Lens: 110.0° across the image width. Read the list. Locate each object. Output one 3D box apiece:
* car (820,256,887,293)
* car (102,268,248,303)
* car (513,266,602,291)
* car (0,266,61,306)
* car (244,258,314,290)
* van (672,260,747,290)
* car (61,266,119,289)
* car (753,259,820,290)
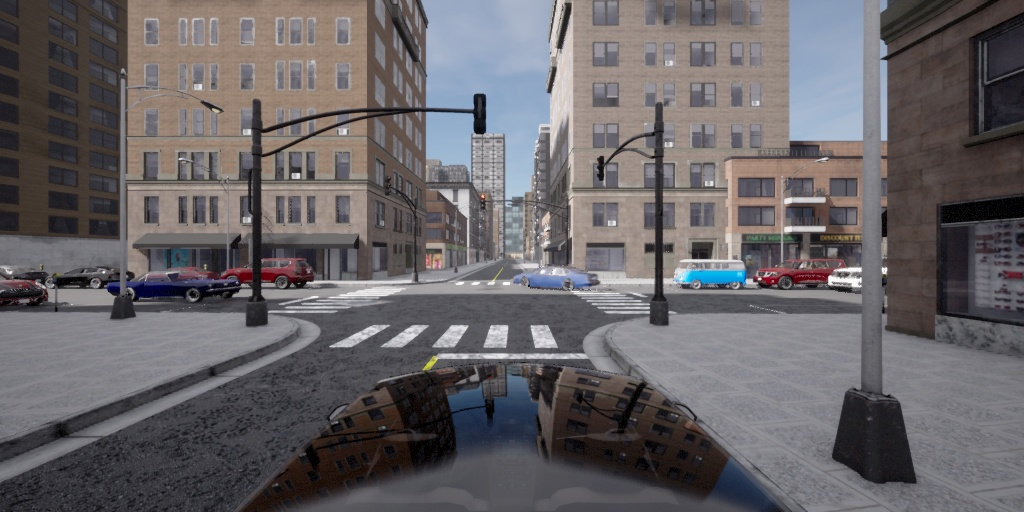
[{"bbox_3d":[20.294,0.997,19.113,5.566,2.045,2.150,0,0,0],"label":"car"},{"bbox_3d":[-14.997,1.345,16.139,4.718,1.301,1.895,0,0,3],"label":"car"},{"bbox_3d":[2.656,1.306,21.835,5.357,1.411,2.033,0,0,37],"label":"car"},{"bbox_3d":[-20.454,1.179,13.589,4.097,1.591,1.967,0,0,0],"label":"car"},{"bbox_3d":[-14.904,1.059,22.081,5.009,1.841,2.192,0,0,0],"label":"car"},{"bbox_3d":[12.043,1.108,21.918,3.998,1.789,1.690,0,0,0],"label":"van"},{"bbox_3d":[-25.951,1.300,22.148,4.313,1.339,1.948,0,0,0],"label":"car"},{"bbox_3d":[17.639,1.086,21.884,5.009,1.841,2.192,0,0,0],"label":"car"}]
